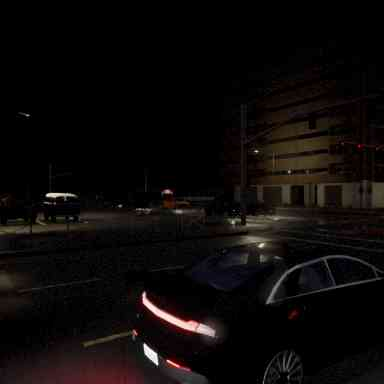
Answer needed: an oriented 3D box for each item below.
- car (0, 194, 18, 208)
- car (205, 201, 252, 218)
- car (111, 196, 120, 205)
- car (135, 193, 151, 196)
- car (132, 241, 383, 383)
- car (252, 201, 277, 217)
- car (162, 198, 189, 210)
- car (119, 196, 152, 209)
[{"bbox_3d":[-31.448,1.209,56.535,1.932,1.855,4.605,0,0,-34],"label":"car"},{"bbox_3d":[3.023,1.582,30.771,1.812,1.442,4.674,0,0,-34],"label":"car"},{"bbox_3d":[-13.319,1.584,61.101,1.837,1.490,4.892,0,0,-34],"label":"car"},{"bbox_3d":[-10.459,1.277,69.482,2.150,2.045,5.566,0,0,-34],"label":"car"},{"bbox_3d":[1.573,1.492,4.865,4.902,1.511,2.128,0,0,-34],"label":"car"},{"bbox_3d":[6.174,1.619,32.367,1.994,1.385,4.181,0,0,-34],"label":"car"},{"bbox_3d":[-2.271,1.533,44.745,1.882,1.535,5.008,0,0,-34],"label":"car"},{"bbox_3d":[-7.853,1.603,46.718,2.033,1.411,5.357,0,0,-34],"label":"car"}]
